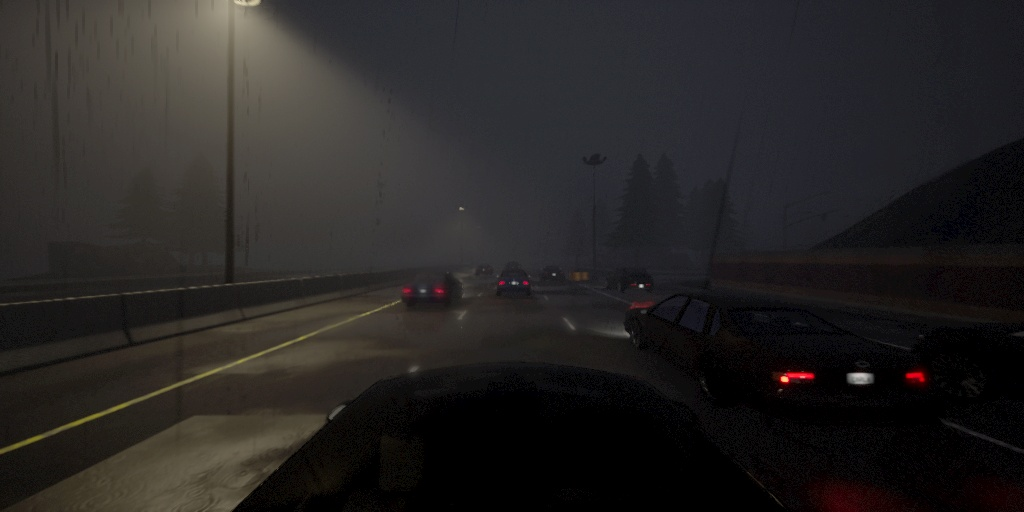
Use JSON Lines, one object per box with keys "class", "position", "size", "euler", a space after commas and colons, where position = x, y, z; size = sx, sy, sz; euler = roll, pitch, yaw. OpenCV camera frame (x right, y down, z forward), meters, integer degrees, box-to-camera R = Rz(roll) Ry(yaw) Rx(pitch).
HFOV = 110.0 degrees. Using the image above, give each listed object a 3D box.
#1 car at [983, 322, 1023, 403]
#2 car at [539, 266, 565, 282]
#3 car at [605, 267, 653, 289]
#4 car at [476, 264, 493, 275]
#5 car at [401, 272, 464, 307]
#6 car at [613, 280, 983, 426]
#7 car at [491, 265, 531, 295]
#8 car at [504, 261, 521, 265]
{"class": "car", "position": [7.099, 1.256, 3.519], "size": [2.128, 1.511, 4.902], "euler": [0, 0, 0]}
{"class": "car", "position": [3.595, 1.559, 32.611], "size": [1.994, 1.385, 4.181], "euler": [0, 0, 0]}
{"class": "car", "position": [7.097, 1.416, 22.105], "size": [1.837, 1.490, 4.892], "euler": [0, -1, 0]}
{"class": "car", "position": [-3.407, 1.659, 45.265], "size": [1.994, 1.385, 4.181], "euler": [0, 0, 0]}
{"class": "car", "position": [-3.404, 1.413, 16.220], "size": [2.033, 1.411, 5.357], "euler": [0, 0, 0]}
{"class": "car", "position": [3.598, 1.333, 6.214], "size": [2.033, 1.411, 5.357], "euler": [0, 0, 0]}
{"class": "car", "position": [0.096, 1.449, 20.805], "size": [2.033, 1.411, 5.357], "euler": [0, 0, 0]}
{"class": "car", "position": [0.093, 1.452, 46.047], "size": [2.097, 1.767, 4.553], "euler": [0, -1, 0]}
